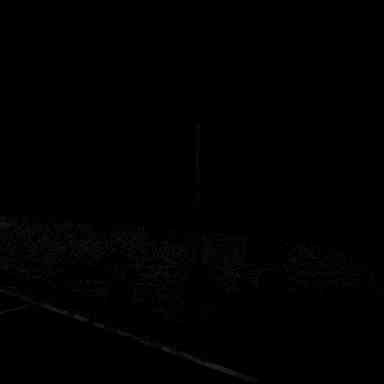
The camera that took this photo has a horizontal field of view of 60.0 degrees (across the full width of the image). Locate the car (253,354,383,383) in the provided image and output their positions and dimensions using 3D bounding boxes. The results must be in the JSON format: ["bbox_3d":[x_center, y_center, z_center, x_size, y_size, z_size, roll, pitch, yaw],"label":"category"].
[{"bbox_3d":[2.127,1.568,1.448,4.313,1.339,1.947,0,0,35],"label":"car"}]
